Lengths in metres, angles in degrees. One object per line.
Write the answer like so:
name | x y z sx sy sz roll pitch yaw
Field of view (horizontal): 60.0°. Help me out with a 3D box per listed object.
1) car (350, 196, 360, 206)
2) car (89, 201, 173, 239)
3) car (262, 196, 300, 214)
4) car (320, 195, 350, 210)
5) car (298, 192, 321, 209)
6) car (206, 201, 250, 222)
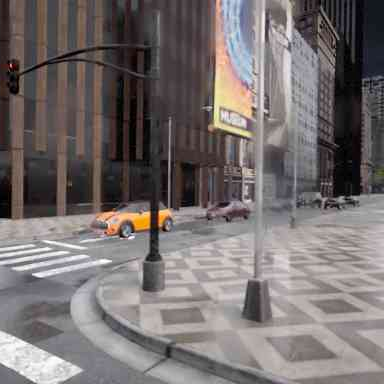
car | 23.657 1.306 49.569 1.837 1.490 4.892 1 1 35
car | -3.041 1.270 17.262 2.097 1.767 4.553 1 1 36
car | 8.912 1.385 34.099 2.033 1.411 5.357 1 1 35
car | 17.673 1.351 41.030 1.837 1.490 4.892 1 1 36
car | 15.110 1.017 42.757 2.150 2.045 5.566 1 1 35
car | 2.901 1.404 25.616 1.812 1.442 4.674 1 1 36
